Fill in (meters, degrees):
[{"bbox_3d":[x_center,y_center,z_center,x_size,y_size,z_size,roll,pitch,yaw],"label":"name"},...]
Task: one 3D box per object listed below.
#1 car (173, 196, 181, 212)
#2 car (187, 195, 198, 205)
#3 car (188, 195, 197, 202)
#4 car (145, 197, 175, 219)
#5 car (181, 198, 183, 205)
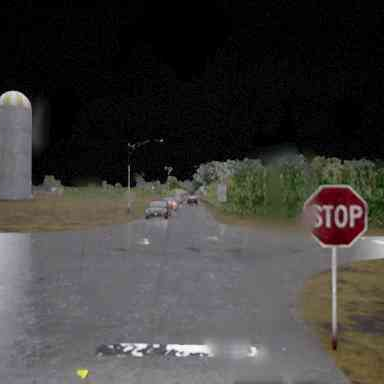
[{"bbox_3d":[-2.784,1.357,39.361,2.097,1.767,4.553,0,0,0],"label":"car"},{"bbox_3d":[0.097,1.467,60.875,1.882,1.535,5.008,0,0,0],"label":"car"},{"bbox_3d":[0.114,1.367,71.299,1.994,1.385,4.181,0,0,0],"label":"car"},{"bbox_3d":[-2.846,1.510,28.989,1.837,1.490,4.892,0,0,2],"label":"car"},{"bbox_3d":[-2.697,1.496,60.734,1.837,1.490,4.892,0,0,1],"label":"car"}]
